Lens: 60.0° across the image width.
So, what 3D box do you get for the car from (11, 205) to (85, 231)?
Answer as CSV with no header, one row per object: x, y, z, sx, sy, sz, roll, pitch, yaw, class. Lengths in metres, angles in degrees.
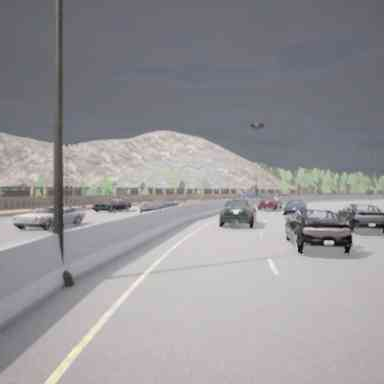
-8.352,1.466,19.805,1.895,1.301,4.718,0,0,12,car

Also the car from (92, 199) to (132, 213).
-8.101,1.394,33.944,1.895,1.301,4.718,0,0,19,car

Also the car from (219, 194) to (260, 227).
3.122,1.247,21.917,2.097,1.767,4.553,1,0,13,car

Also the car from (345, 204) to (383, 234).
9.615,1.429,19.090,2.128,1.511,4.902,0,0,13,car

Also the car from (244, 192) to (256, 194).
10.725,0.963,61.947,2.150,2.045,5.566,0,0,37,car

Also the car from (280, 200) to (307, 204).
9.826,1.439,31.409,1.994,1.385,4.181,0,0,21,car

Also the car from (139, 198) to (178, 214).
-2.708,1.323,27.810,1.882,1.535,5.008,0,0,18,car

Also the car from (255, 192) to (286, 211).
9.197,1.186,38.792,2.097,1.767,4.553,0,0,25,car

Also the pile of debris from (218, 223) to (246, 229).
2.513,2.079,20.540,1.500,0.140,1.860,0,0,13,pile of debris

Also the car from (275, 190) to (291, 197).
17.145,0.572,64.336,2.150,2.045,5.566,0,0,41,car

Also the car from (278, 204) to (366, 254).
4.886,1.441,13.334,2.128,1.511,4.902,0,0,9,car
